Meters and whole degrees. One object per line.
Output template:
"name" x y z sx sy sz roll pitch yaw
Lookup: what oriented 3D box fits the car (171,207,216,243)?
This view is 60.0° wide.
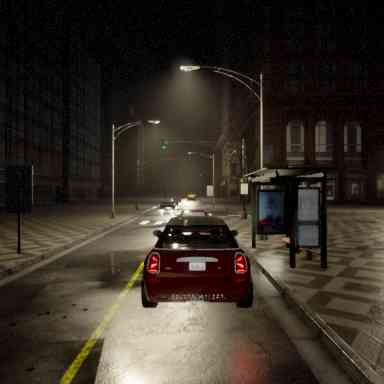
"car" 0.079 1.558 16.734 1.994 1.385 4.181 0 0 0

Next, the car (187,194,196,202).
"car" -0.075 1.442 74.322 1.895 1.301 4.718 0 0 0

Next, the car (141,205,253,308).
"car" 0.092 1.352 8.088 2.097 1.767 4.553 0 0 0

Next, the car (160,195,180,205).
"car" -3.143 1.491 44.307 2.033 1.411 5.357 0 0 0

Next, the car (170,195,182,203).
"car" -3.107 1.378 65.052 2.128 1.511 4.902 0 0 0

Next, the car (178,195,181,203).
"car" -3.143 1.408 54.697 2.128 1.511 4.902 0 0 0

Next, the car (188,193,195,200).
"car" -0.084 1.128 84.297 1.882 1.535 5.008 0 0 0
